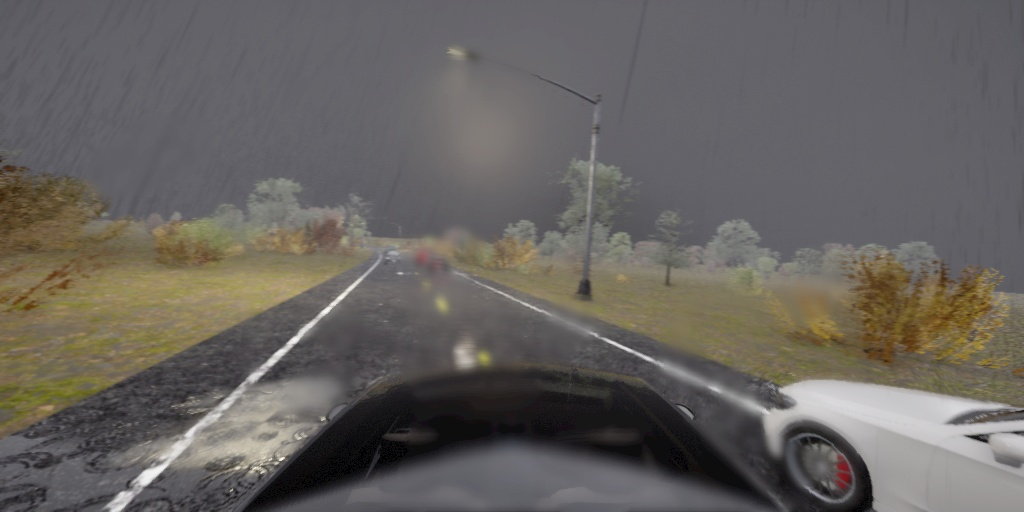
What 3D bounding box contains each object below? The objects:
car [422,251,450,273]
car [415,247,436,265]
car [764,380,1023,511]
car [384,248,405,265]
[{"bbox_3d":[-6.585,0.633,31.635,1.837,1.490,4.892,4,0,-18],"label":"car"},{"bbox_3d":[-10.015,0.044,41.888,2.150,2.045,5.566,4,1,-19],"label":"car"},{"bbox_3d":[4.022,1.556,1.922,1.812,1.442,4.674,4,0,-18],"label":"car"},{"bbox_3d":[-12.728,0.175,38.825,1.812,1.442,4.674,4,0,-19],"label":"car"}]
